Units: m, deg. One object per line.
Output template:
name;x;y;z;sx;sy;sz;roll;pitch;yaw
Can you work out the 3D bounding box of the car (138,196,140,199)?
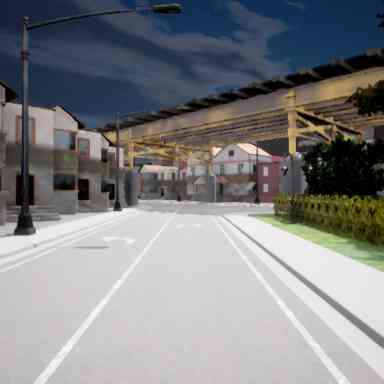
car;-16.819;1.427;91.464;4.974;1.542;2.038;0;0;-15
